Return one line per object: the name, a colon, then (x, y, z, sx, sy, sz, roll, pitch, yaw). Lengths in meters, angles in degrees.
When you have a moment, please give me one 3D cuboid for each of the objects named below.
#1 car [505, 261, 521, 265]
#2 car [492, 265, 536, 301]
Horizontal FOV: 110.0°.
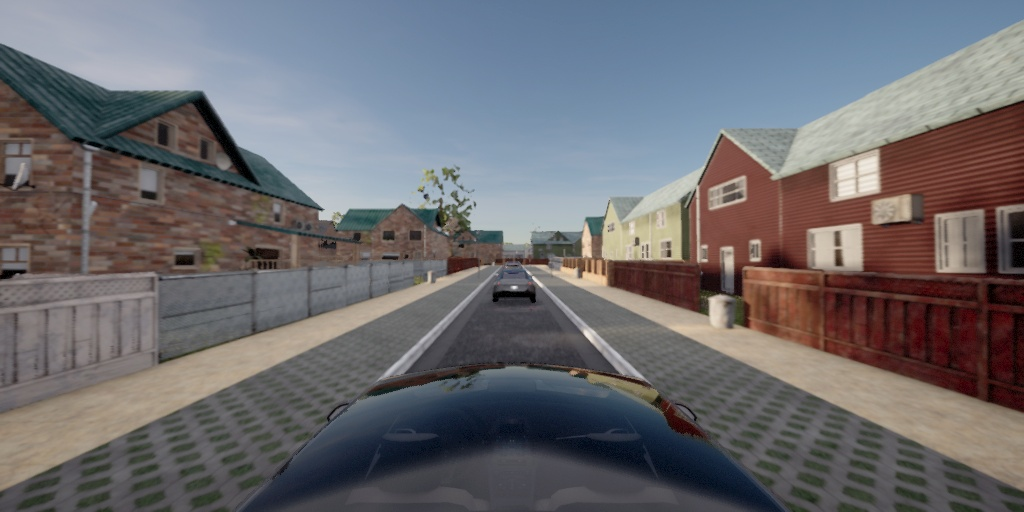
car: (0.104, 1.241, 35.090, 2.128, 1.511, 4.902, 0, 0, 0)
car: (0.102, 1.317, 17.318, 1.994, 1.385, 4.181, 0, 0, 0)
